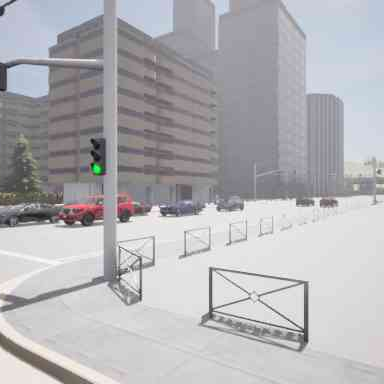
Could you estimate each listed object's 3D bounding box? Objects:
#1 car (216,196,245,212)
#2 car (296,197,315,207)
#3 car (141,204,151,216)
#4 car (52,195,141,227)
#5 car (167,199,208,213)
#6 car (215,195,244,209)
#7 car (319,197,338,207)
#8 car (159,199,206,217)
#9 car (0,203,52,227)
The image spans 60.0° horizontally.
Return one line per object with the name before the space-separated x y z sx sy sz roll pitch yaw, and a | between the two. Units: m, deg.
car | 4.679 1.526 39.790 1.812 1.442 4.674 0 0 35
car | 17.950 1.478 52.546 1.882 1.535 5.008 0 0 35
car | -5.953 1.601 30.557 1.895 1.301 4.718 0 0 35
car | -6.550 1.221 23.524 2.150 2.045 5.566 0 0 35
car | -0.407 1.547 38.601 2.033 1.411 5.357 0 0 35
car | 5.385 1.352 46.938 2.097 1.767 4.553 0 0 35
car | 20.874 1.478 50.652 1.882 1.535 5.008 0 0 35
car | -1.006 1.601 31.569 1.895 1.301 4.718 0 0 35
car | -11.213 1.492 22.925 2.128 1.511 4.902 0 0 35
